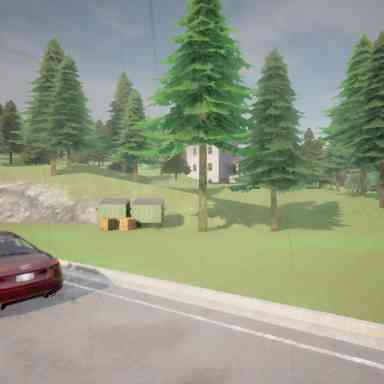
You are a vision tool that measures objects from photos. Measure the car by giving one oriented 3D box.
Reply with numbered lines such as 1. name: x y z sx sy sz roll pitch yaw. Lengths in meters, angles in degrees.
1. car: -4.741 1.564 7.373 4.181 1.385 1.994 0 0 36
